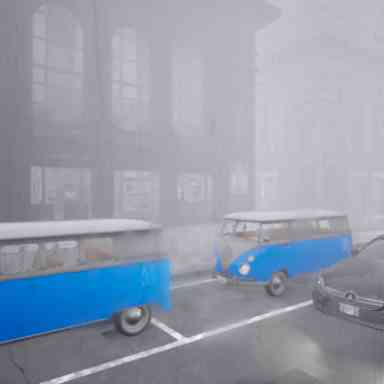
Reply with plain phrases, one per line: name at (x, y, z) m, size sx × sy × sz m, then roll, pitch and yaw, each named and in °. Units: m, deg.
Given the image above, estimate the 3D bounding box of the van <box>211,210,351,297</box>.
van at (2.350, 1.360, 8.327) m, size 3.998 × 1.788 × 1.690 m, roll 0°, pitch 0°, yaw -36°

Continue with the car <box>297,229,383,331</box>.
car at (4.305, 1.545, 6.450) m, size 4.674 × 1.442 × 1.812 m, roll 0°, pitch 0°, yaw -36°

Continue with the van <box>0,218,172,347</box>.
van at (-2.238, 1.344, 5.054) m, size 3.998 × 1.788 × 1.690 m, roll 0°, pitch 0°, yaw -36°
